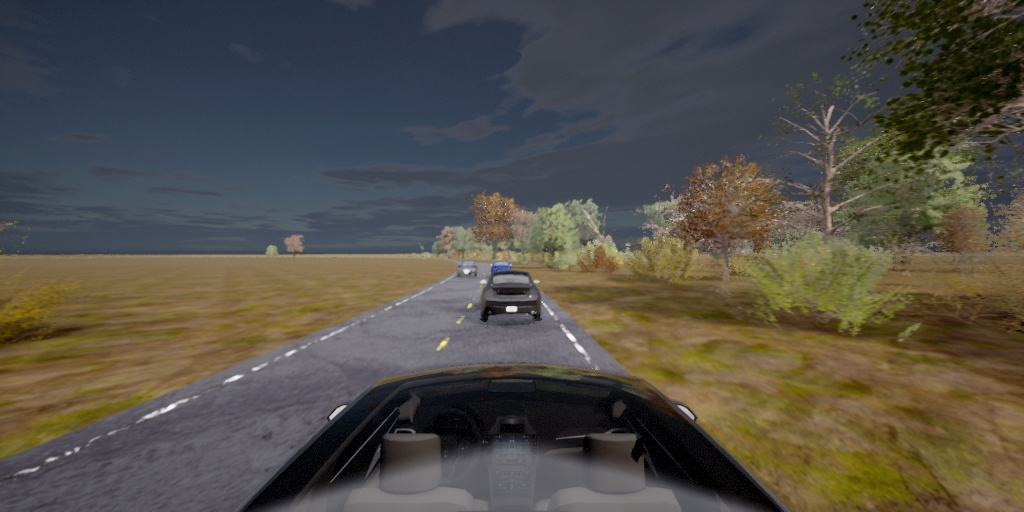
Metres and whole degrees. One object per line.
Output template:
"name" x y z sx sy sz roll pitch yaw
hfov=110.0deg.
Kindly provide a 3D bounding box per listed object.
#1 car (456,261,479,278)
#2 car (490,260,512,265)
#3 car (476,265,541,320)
"car" -4.110 1.194 33.556 2.128 1.511 4.902 0 0 -4
"car" -1.017 1.174 33.635 1.882 1.535 5.008 0 0 -4
"car" -0.065 1.236 12.467 1.837 1.490 4.892 0 0 -1
